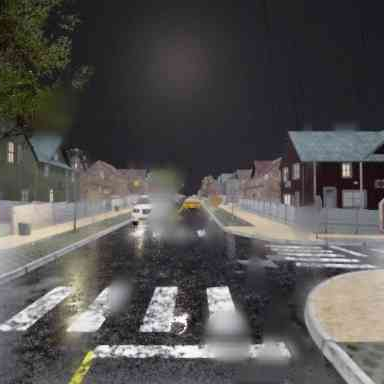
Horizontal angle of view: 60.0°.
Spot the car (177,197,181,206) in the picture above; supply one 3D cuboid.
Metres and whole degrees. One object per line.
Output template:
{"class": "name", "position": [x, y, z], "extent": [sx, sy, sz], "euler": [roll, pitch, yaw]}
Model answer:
{"class": "car", "position": [-2.867, 1.624, 56.238], "extent": [2.033, 1.411, 5.357], "euler": [0, 0, 0]}

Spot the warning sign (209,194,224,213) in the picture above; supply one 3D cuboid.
{"class": "warning sign", "position": [2.444, 1.146, 33.029], "extent": [1.300, 1.860, 1.060], "euler": [-2, -2, 0]}

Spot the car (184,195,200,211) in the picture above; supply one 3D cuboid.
{"class": "car", "position": [0.040, 1.523, 42.310], "extent": [1.882, 1.535, 5.008], "euler": [0, 0, 0]}

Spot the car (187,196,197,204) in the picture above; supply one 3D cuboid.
{"class": "car", "position": [-0.003, 1.612, 67.593], "extent": [1.837, 1.490, 4.892], "euler": [0, 0, 0]}

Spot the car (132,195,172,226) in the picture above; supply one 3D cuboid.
{"class": "car", "position": [-2.884, 1.241, 24.119], "extent": [2.150, 2.045, 5.566], "euler": [0, 0, 0]}

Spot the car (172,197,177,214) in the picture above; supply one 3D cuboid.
{"class": "car", "position": [-2.900, 1.539, 36.216], "extent": [1.837, 1.490, 4.892], "euler": [0, 0, 0]}
